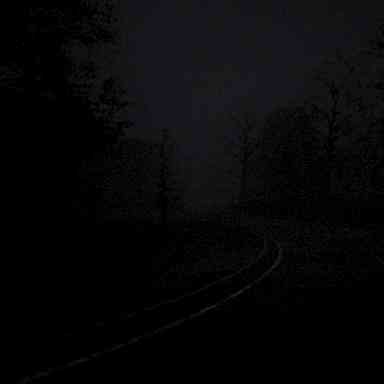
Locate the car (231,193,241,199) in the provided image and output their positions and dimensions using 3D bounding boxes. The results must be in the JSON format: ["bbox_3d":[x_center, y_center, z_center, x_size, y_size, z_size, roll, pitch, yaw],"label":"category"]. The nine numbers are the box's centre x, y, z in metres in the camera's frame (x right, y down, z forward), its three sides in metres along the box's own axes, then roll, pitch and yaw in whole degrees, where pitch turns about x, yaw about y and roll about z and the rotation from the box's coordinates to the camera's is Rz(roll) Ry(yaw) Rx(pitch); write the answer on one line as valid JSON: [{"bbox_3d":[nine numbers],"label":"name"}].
[{"bbox_3d":[12.015,1.050,90.020,1.837,1.490,4.892,-1,1,23],"label":"car"}]

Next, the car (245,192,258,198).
[{"bbox_3d":[15.875,0.806,90.830,2.097,1.767,4.553,-1,1,23],"label":"car"}]
